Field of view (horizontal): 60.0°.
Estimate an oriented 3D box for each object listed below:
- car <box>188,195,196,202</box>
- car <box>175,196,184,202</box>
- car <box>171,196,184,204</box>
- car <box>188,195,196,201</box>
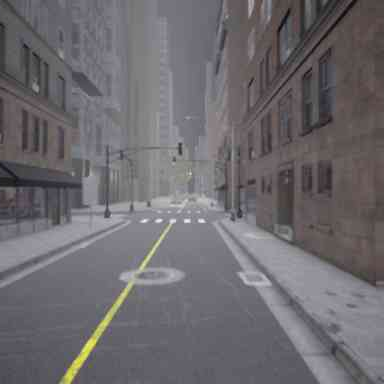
[{"bbox_3d":[0.008,1.628,76.308,2.128,1.511,4.902,0,0,0],"label":"car"},{"bbox_3d":[-2.992,1.656,78.907,1.994,1.385,4.181,0,0,0],"label":"car"},{"bbox_3d":[-3.006,1.697,63.624,1.895,1.301,4.718,0,0,0],"label":"car"},{"bbox_3d":[0.008,1.477,86.732,1.812,1.442,4.674,0,0,0],"label":"car"}]
